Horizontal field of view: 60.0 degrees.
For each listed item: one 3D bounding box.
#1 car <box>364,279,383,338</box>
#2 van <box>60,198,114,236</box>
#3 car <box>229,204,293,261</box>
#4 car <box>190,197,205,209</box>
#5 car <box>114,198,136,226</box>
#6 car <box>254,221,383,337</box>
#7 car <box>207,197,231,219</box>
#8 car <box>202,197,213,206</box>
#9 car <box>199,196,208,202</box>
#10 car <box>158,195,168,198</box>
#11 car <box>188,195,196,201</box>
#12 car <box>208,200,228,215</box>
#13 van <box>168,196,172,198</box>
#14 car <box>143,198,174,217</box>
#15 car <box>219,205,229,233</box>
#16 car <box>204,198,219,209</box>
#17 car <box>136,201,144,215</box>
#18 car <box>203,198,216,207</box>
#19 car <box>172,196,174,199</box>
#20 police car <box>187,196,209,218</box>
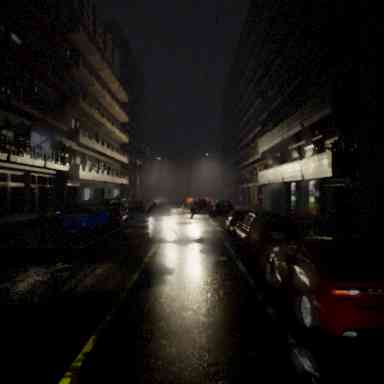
[{"bbox_3d":[2.690,1.551,1.012,2.008,1.369,4.403,0,0,0],"label":"car"},{"bbox_3d":[-5.696,1.346,18.017,1.690,1.788,3.998,0,0,0],"label":"van"},{"bbox_3d":[2.686,1.442,12.335,1.967,1.590,4.097,0,0,0],"label":"car"},{"bbox_3d":[0.730,1.541,46.908,1.882,1.535,5.008,0,0,-3],"label":"car"},{"bbox_3d":[-5.699,1.328,23.677,2.192,1.841,5.009,0,0,0],"label":"car"},{"bbox_3d":[2.688,1.544,6.675,1.887,1.381,4.507,0,0,0],"label":"car"},{"bbox_3d":[2.680,1.463,29.318,1.967,1.590,4.097,0,0,0],"label":"car"},{"bbox_3d":[2.670,1.613,57.799,1.752,1.417,4.829,0,0,0],"label":"car"},{"bbox_3d":[2.663,1.720,80.275,2.008,1.369,4.403,0,0,0],"label":"car"},{"bbox_3d":[-5.710,1.612,57.479,1.752,1.417,4.829,0,0,0],"label":"car"},{"bbox_3d":[-0.024,1.575,82.603,1.812,1.442,4.674,0,0,0],"label":"car"},{"bbox_3d":[2.678,1.561,35.150,1.752,1.417,4.829,0,0,0],"label":"car"},{"bbox_3d":[-5.714,1.466,68.973,1.690,1.788,3.998,0,0,0],"label":"van"},{"bbox_3d":[-3.106,1.592,31.751,1.994,1.385,4.181,0,0,0],"label":"car"},{"bbox_3d":[2.684,1.586,17.998,1.802,1.307,4.206,0,0,0],"label":"car"},{"bbox_3d":[2.675,1.605,46.305,1.887,1.381,4.507,0,0,0],"label":"car"},{"bbox_3d":[-5.702,1.580,35.000,1.887,1.381,4.507,0,0,0],"label":"car"},{"bbox_3d":[2.672,1.617,51.970,1.887,1.381,4.507,0,0,0],"label":"car"},{"bbox_3d":[-5.720,1.634,85.958,1.967,1.590,4.097,0,0,0],"label":"car"},{"bbox_3d":[0.791,1.452,31.035,1.930,1.638,5.238,0,0,-2],"label":"police car"}]
